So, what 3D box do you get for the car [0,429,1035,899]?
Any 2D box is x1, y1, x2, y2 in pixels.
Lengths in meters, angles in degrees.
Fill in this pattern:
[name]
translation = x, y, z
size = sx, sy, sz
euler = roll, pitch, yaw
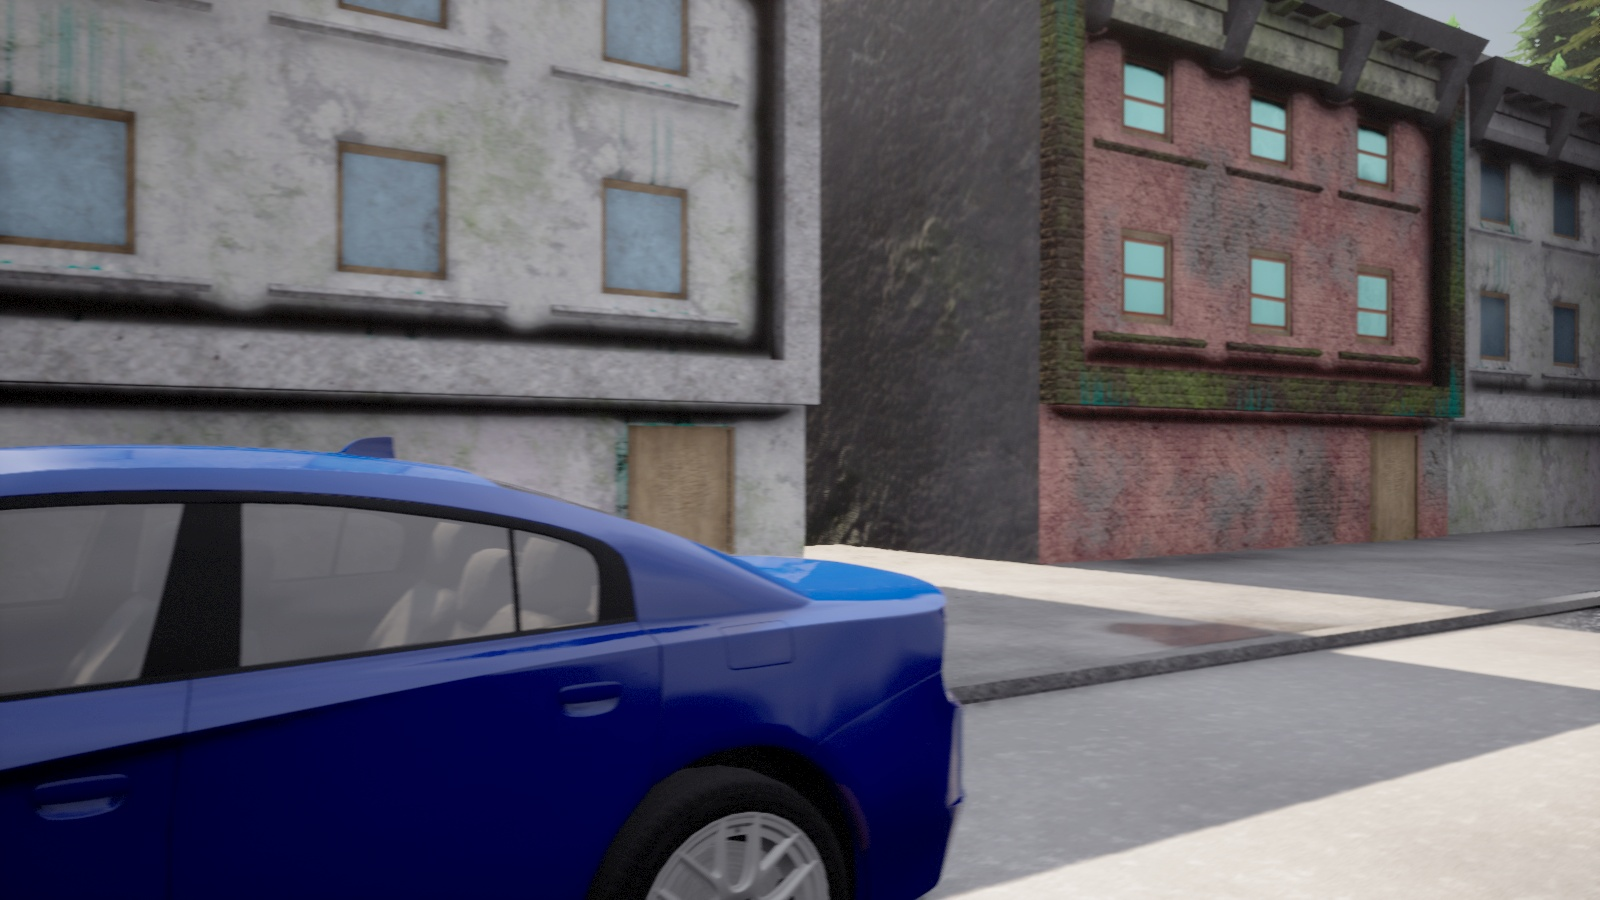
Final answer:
[car]
translation = -1.921, 0.734, 2.932
size = 5.008, 1.535, 1.882
euler = 0, 0, -35
